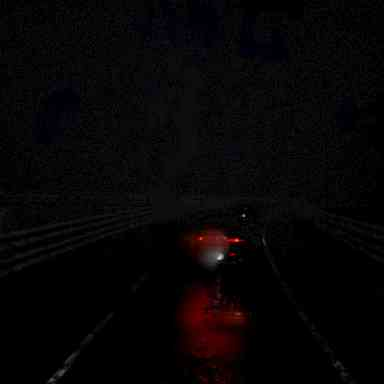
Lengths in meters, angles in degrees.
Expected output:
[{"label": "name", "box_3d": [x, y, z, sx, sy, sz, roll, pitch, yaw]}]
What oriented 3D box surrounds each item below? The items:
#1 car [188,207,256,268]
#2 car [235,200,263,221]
[{"label": "car", "box_3d": [1.034, 1.464, 11.186, 1.837, 1.490, 4.892, 0, 0, 8]}, {"label": "car", "box_3d": [4.379, 1.370, 25.980, 1.837, 1.490, 4.892, -1, 0, 18]}]
